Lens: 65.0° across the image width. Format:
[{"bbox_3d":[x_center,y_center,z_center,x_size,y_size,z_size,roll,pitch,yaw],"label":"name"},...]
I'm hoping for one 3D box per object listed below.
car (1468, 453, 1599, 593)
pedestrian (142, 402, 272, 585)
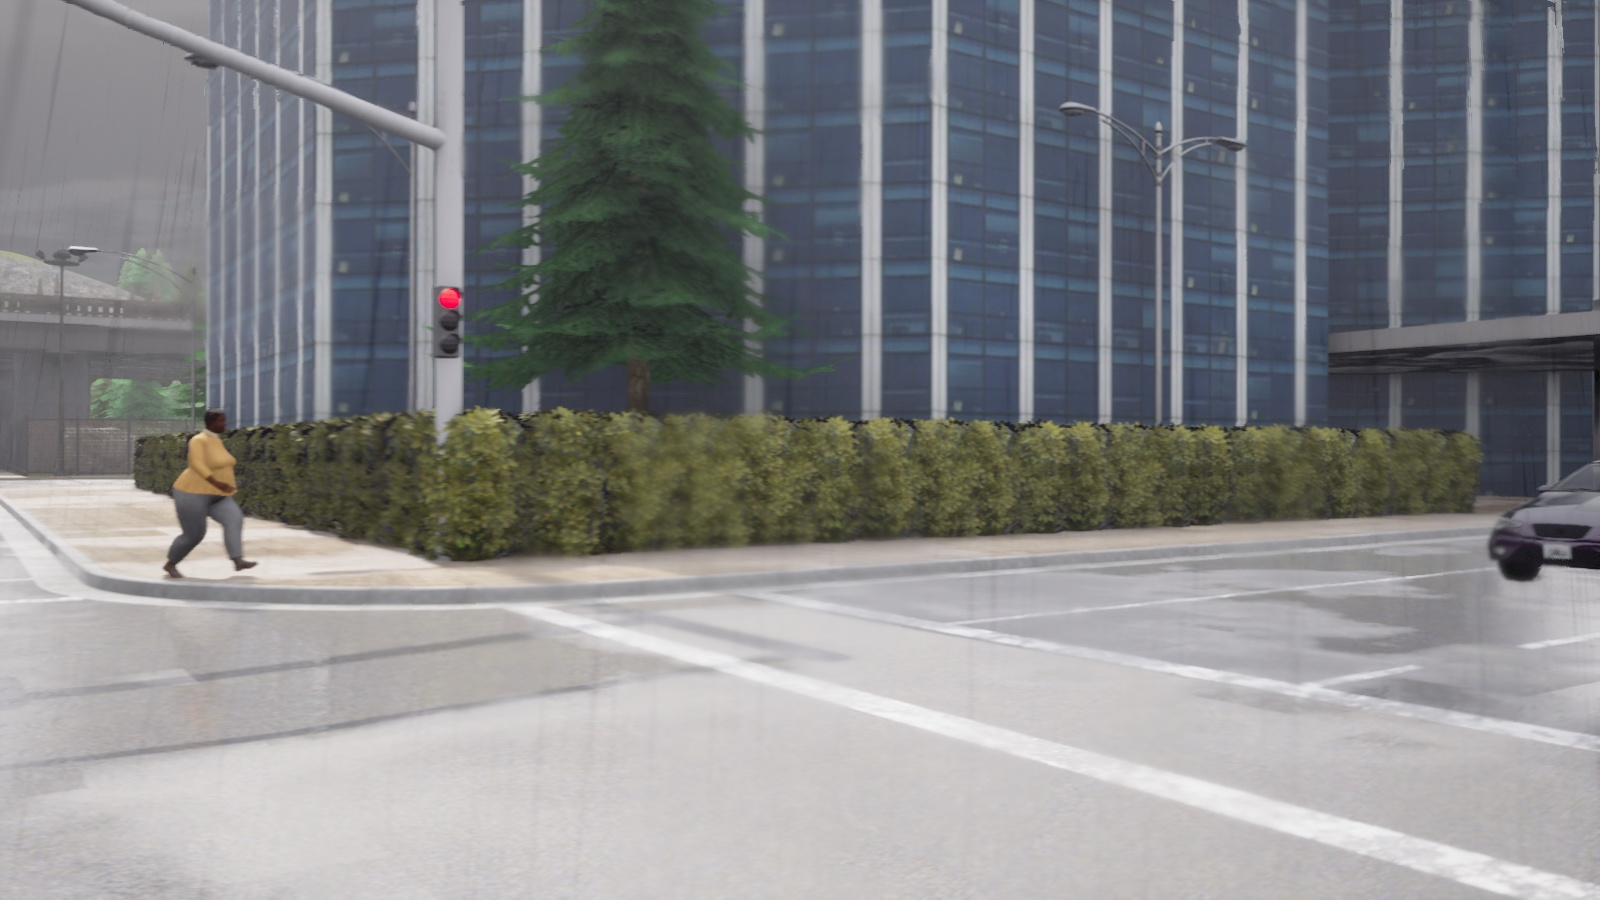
[{"bbox_3d":[9.875,0.774,14.795,4.193,1.474,1.816,0,0,-35],"label":"car"},{"bbox_3d":[-6.234,0.446,13.240,0.900,1.855,0.874,0,0,7],"label":"pedestrian"}]
